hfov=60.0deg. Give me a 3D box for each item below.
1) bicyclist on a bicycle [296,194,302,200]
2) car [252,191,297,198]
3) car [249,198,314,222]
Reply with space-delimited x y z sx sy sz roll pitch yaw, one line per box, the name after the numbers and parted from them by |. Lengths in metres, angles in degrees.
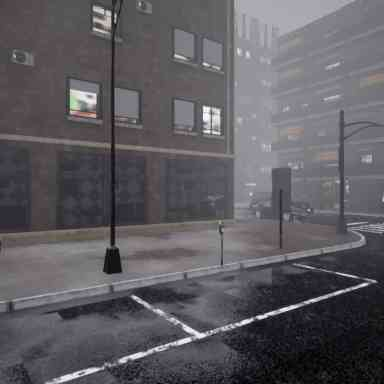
11.563 1.011 36.210 1.656 1.620 0.582 0 1 -36 | bicyclist on a bicycle
7.208 0.988 27.338 2.150 2.045 5.566 0 1 -36 | car
6.298 1.342 24.197 2.008 1.369 4.403 1 0 -36 | car
